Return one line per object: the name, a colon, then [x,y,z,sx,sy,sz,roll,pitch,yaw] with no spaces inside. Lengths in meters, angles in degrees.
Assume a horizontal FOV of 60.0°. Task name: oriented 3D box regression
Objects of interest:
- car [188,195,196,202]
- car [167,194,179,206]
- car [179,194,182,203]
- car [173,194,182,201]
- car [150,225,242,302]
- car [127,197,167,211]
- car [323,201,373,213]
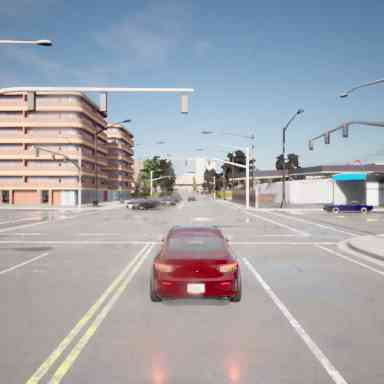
car: [-0.040,1.540,79.813,2.033,1.411,5.357,0,0,0]
car: [-3.617,1.488,53.289,2.128,1.511,4.902,0,0,0]
car: [-3.534,1.504,69.424,1.837,1.490,4.892,0,0,0]
car: [-3.541,1.355,81.881,2.097,1.767,4.553,0,0,0]
car: [0.078,1.526,8.149,1.812,1.442,4.674,0,0,0]
car: [-5.626,1.458,39.471,2.128,1.511,4.902,1,0,32]
car: [16.518,1.601,35.454,4.718,1.301,1.895,0,0,1]
